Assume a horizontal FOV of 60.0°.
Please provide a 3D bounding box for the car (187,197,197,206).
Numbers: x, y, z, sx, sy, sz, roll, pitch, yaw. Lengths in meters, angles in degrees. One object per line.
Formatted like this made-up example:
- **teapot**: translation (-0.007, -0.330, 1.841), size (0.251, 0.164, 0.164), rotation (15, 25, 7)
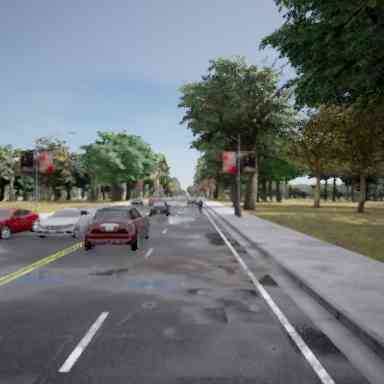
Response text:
- **car**: translation (0.011, 1.818, 62.414), size (2.033, 1.411, 5.357), rotation (0, 0, 0)

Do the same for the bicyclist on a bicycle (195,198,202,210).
- **bicyclist on a bicycle**: translation (0.895, 1.639, 45.492), size (0.866, 1.612, 1.509), rotation (0, -1, 0)

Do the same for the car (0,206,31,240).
- **car**: translation (-9.845, 1.558, 17.573), size (1.882, 1.535, 5.008), rotation (0, 0, 0)

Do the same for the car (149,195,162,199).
- **car**: translation (-6.522, 1.484, 59.991), size (2.150, 2.045, 5.566), rotation (0, 0, 1)

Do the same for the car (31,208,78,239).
- **car**: translation (-6.595, 1.608, 18.042), size (1.812, 1.442, 4.674), rotation (0, 0, 0)

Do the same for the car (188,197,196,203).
- **car**: translation (0.014, 1.929, 77.611), size (1.895, 1.301, 4.718), rotation (0, 0, 0)

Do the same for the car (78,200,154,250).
- **car**: translation (-3.148, 1.420, 14.821), size (2.097, 1.767, 4.553), rotation (0, 0, 0)

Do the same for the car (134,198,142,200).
- **car**: translation (-9.778, 1.825, 60.078), size (1.994, 1.385, 4.181), rotation (0, 0, 1)

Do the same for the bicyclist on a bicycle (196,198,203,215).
- **bicyclist on a bicycle**: translation (0.899, 1.608, 34.367), size (0.582, 1.620, 1.656), rotation (0, -1, 0)

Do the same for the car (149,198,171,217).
- **car**: translation (-3.145, 1.677, 33.565), size (1.812, 1.442, 4.674), rotation (0, 0, 0)
